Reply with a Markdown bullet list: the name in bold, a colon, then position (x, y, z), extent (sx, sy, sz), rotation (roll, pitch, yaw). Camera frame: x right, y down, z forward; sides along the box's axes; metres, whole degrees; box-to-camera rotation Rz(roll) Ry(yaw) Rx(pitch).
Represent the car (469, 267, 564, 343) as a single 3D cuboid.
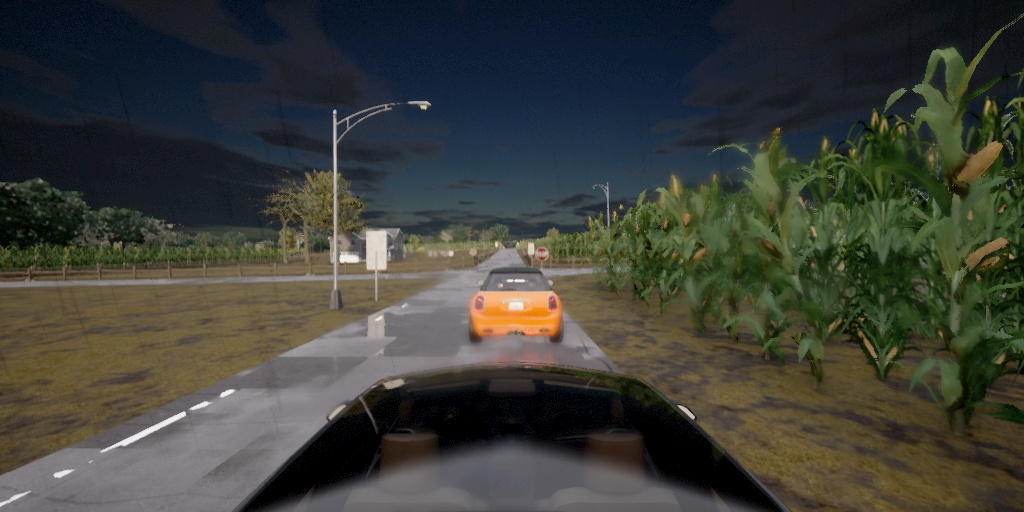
- **car**: position (0.092, 1.066, 9.748), extent (2.097, 1.767, 4.553), rotation (0, 0, 0)
